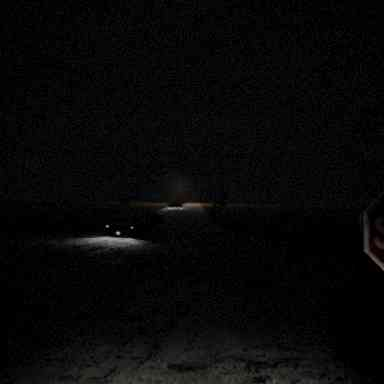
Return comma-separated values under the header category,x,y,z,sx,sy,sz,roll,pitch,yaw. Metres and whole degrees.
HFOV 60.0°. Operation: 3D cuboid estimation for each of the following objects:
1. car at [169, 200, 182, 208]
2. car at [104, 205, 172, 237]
category,x,y,z,sx,sy,sz,roll,pitch,yaw
car,-2.731,2.022,56.441,1.994,1.385,4.181,0,0,0
car,-3.139,1.732,19.728,2.033,1.411,5.357,1,0,15
